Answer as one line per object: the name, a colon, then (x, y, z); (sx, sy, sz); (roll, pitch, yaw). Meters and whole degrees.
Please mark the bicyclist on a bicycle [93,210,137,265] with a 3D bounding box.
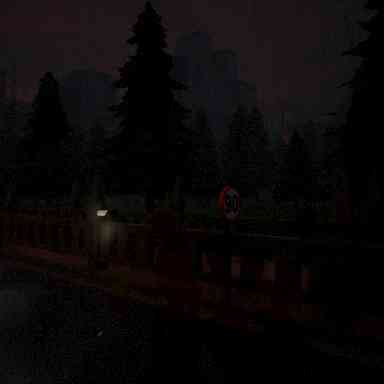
bicyclist on a bicycle: (-2.183, 1.340, 9.697); (0.582, 1.620, 1.656); (-2, -4, 36)
